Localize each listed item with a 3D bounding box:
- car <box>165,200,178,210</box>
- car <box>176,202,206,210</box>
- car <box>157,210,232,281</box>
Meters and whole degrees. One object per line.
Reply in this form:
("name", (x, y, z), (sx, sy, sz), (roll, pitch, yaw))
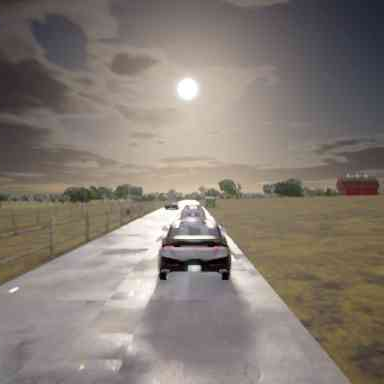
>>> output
("car", (-2.805, 1.767, 47.060), (2.033, 1.411, 5.357), (0, -1, 0))
("car", (0.082, 1.620, 25.567), (2.033, 1.411, 5.357), (0, 0, 0))
("car", (0.069, 1.517, 9.952), (2.128, 1.511, 4.902), (0, 0, 0))
